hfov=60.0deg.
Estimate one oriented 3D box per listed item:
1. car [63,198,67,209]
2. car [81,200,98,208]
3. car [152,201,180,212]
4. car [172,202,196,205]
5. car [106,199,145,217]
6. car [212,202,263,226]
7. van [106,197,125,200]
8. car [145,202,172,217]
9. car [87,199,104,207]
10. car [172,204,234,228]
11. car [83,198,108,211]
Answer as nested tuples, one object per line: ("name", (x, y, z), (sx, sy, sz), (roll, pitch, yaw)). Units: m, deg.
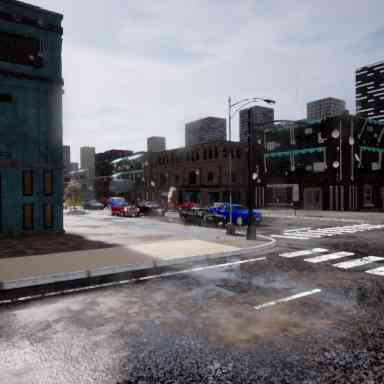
("car", (-23.174, 2.233, 58.374), (1.752, 1.417, 4.829), (-1, 0, -35))
("car", (-19.500, 2.194, 63.230), (1.812, 1.442, 4.674), (-1, 0, -35))
("car", (-3.615, 1.966, 45.322), (1.802, 1.307, 4.206), (-2, 0, -35))
("car", (-0.410, 1.904, 40.811), (1.802, 1.307, 4.206), (-2, 0, -35))
("car", (-7.243, 1.846, 35.953), (1.967, 1.590, 4.097), (-1, 0, -35))
("car", (3.228, 1.692, 25.708), (1.882, 1.535, 5.008), (-1, 0, -36))
("van", (-13.241, 1.907, 58.857), (1.690, 1.788, 3.998), (-1, 0, -35))
("car", (-4.728, 1.864, 36.916), (2.128, 1.511, 4.902), (-1, 0, -35))
("car", (-19.650, 2.227, 67.880), (1.887, 1.381, 4.507), (-1, 0, -35))
("car", (0.700, 1.814, 24.573), (1.947, 1.339, 4.313), (-2, 0, -35))
("car", (-15.463, 2.126, 52.152), (2.033, 1.411, 5.357), (-1, 0, -35))
